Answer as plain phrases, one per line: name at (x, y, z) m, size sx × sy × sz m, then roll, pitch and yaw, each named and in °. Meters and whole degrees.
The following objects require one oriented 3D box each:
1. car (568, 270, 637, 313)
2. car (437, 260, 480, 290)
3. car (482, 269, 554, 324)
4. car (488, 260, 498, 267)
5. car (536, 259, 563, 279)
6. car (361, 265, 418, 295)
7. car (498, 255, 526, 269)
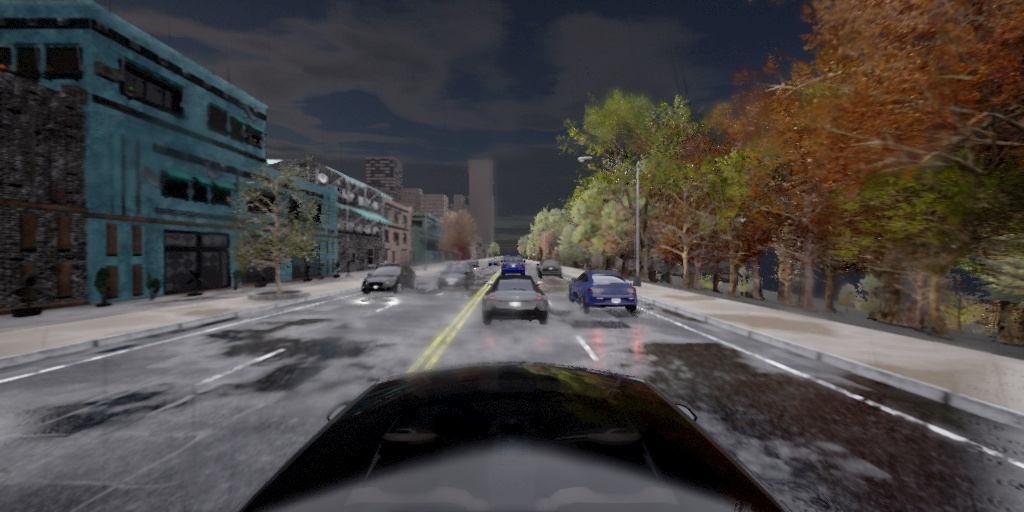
car at (3.367, 1.273, 13.853) m, size 1.812 × 1.442 × 4.674 m, roll 0°, pitch 0°, yaw 0°
car at (-3.343, 1.237, 22.287) m, size 2.128 × 1.511 × 4.902 m, roll 0°, pitch 0°, yaw 0°
car at (0.102, 1.312, 11.983) m, size 1.994 × 1.385 × 4.181 m, roll 0°, pitch 0°, yaw 0°
car at (-3.258, 1.334, 63.440) m, size 1.895 × 1.301 × 4.718 m, roll 0°, pitch 0°, yaw 1°
car at (3.358, 1.094, 32.910) m, size 2.097 × 1.767 × 4.553 m, roll 0°, pitch 0°, yaw 0°
car at (-6.594, 1.251, 19.769) m, size 1.837 × 1.490 × 4.892 m, roll 0°, pitch 0°, yaw 0°
car at (0.109, 0.963, 33.810) m, size 2.150 × 2.045 × 5.566 m, roll 0°, pitch 0°, yaw 0°
